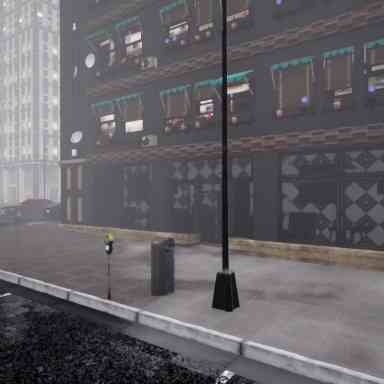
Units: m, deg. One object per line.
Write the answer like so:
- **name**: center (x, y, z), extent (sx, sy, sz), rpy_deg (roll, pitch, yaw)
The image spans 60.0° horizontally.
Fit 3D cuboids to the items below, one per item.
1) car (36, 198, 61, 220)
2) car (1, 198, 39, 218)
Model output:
- **car**: center (-8.261, 1.279, 23.555), extent (1.947, 1.339, 4.313), rpy_deg (1, 1, 35)
- **car**: center (-12.897, 1.262, 27.047), extent (1.812, 1.442, 4.674), rpy_deg (0, 1, 35)
